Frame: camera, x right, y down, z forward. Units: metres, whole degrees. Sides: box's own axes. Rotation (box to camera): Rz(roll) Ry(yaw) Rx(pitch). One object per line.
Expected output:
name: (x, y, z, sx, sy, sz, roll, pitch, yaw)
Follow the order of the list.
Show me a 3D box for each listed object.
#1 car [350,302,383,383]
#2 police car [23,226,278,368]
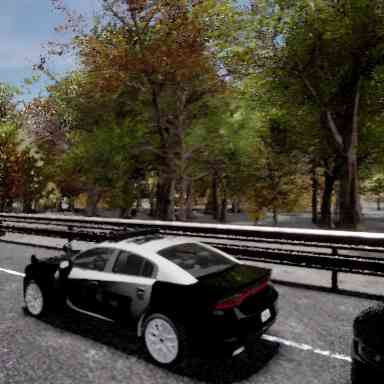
car: (3.882, 1.460, 2.390, 5.008, 1.535, 1.882, -1, 0, 36)
police car: (-1.127, 1.465, 5.956, 5.238, 1.638, 1.930, -1, 0, 35)
